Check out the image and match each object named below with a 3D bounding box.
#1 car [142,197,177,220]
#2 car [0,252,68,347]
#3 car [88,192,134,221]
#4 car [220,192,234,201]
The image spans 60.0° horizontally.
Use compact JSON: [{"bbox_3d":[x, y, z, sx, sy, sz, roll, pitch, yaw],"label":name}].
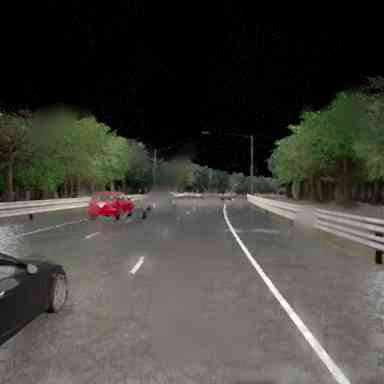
[{"bbox_3d":[-2.443,1.128,26.034,2.097,1.767,4.553,0,1,4],"label":"car"},{"bbox_3d":[-3.328,1.496,4.545,1.812,1.442,4.674,0,0,1],"label":"car"},{"bbox_3d":[-6.018,1.006,25.232,2.150,2.045,5.566,0,1,4],"label":"car"},{"bbox_3d":[6.665,0.991,64.579,1.812,1.442,4.674,0,0,9],"label":"car"}]
